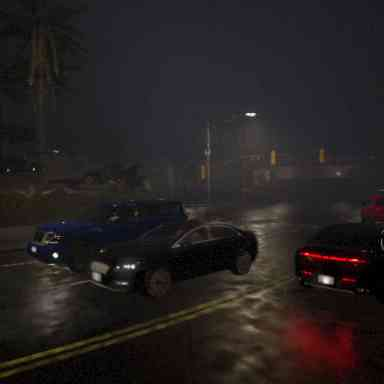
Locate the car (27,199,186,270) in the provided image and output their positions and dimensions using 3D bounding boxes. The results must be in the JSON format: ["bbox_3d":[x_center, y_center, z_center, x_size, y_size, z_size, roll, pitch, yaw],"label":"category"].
[{"bbox_3d":[-2.482,1.280,11.346,5.566,2.045,2.150,0,0,-44],"label":"car"}]

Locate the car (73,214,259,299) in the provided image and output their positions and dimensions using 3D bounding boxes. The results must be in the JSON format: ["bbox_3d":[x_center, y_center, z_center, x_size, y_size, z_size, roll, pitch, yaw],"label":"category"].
[{"bbox_3d":[-0.229,1.529,8.722,4.902,1.511,2.128,0,0,-43],"label":"car"}]

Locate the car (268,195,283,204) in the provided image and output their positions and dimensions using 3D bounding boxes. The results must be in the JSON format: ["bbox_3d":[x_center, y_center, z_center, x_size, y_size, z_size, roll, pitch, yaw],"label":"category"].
[{"bbox_3d":[17.443,1.671,70.200,2.097,1.535,5.008,0,0,17],"label":"car"}]

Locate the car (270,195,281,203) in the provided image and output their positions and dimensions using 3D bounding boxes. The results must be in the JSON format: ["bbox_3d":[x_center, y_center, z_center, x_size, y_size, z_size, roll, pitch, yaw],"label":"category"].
[{"bbox_3d":[19.195,1.561,76.384,2.185,1.767,4.553,0,0,17],"label":"car"}]

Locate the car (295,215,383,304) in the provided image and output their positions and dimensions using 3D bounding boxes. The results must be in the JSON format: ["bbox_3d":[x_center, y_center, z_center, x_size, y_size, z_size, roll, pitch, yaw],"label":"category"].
[{"bbox_3d":[4.282,1.515,8.280,1.837,1.490,4.892,0,-1,43],"label":"car"}]

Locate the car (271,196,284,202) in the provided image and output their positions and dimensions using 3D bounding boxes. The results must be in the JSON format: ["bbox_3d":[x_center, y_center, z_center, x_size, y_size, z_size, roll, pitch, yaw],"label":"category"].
[{"bbox_3d":[22.391,1.713,86.674,2.231,1.521,4.892,0,0,27],"label":"car"}]

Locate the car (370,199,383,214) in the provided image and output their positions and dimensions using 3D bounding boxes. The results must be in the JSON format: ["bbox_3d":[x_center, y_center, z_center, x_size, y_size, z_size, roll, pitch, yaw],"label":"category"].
[{"bbox_3d":[21.367,1.572,37.059,1.812,1.442,4.674,0,0,17],"label":"car"}]

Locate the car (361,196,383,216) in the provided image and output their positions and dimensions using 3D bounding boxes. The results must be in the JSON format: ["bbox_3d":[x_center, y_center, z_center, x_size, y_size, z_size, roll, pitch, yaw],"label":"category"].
[{"bbox_3d":[13.032,1.251,22.674,2.150,2.045,5.566,0,0,21],"label":"car"}]
